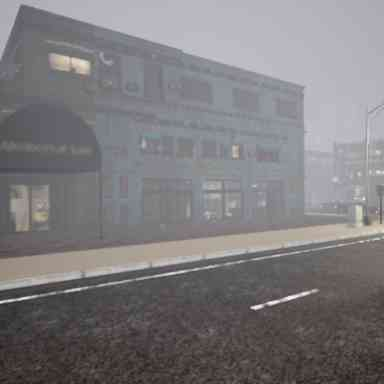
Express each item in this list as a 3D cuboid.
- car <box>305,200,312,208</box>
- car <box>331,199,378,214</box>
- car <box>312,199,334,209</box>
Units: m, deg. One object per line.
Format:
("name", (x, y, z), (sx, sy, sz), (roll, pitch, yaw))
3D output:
("car", (17.353, 1.870, 53.513), (1.802, 1.307, 4.206), (-2, 0, -35))
("car", (18.476, 1.786, 37.276), (1.947, 1.339, 4.313), (-2, 0, -35))
("car", (20.562, 1.776, 49.004), (2.008, 1.369, 4.403), (-2, 0, -35))
